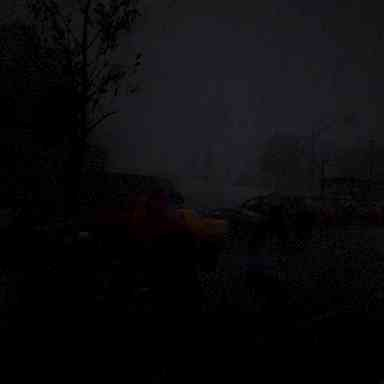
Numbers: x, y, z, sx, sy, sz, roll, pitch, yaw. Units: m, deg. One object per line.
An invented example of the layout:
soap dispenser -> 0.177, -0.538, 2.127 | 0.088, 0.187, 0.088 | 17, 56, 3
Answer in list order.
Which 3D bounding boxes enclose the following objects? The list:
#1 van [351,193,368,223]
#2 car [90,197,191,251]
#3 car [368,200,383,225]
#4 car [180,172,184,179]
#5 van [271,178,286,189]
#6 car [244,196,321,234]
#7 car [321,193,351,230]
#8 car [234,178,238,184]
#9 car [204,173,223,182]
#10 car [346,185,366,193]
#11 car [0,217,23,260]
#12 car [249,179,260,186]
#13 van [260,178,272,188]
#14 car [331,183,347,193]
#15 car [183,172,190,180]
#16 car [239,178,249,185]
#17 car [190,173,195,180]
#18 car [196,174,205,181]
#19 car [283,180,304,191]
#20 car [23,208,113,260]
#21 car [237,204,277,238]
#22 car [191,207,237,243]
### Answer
van -> 9.281, 1.278, 22.895 | 4.442, 1.987, 1.878 | -1, -1, 35
car -> -3.130, 1.242, 14.315 | 5.566, 2.045, 2.435 | -1, -1, 35
car -> 11.691, 1.381, 24.644 | 4.553, 1.767, 2.185 | -1, -1, 35
car -> -1.177, -4.409, 92.400 | 2.435, 2.045, 5.566 | 1, -1, 34
van -> 17.940, -1.538, 65.353 | 1.878, 1.987, 4.442 | 7, 4, 35
car -> 4.227, 1.249, 19.523 | 5.566, 2.045, 2.435 | -1, -1, 35
car -> 6.741, 1.251, 21.227 | 5.566, 2.045, 2.435 | -1, -1, 35
car -> 11.067, -2.364, 75.341 | 2.002, 1.452, 4.674 | 7, 3, 35
car -> 5.965, -3.223, 82.854 | 1.946, 1.575, 5.366 | 7, 3, 34
car -> 26.595, 0.089, 53.129 | 2.002, 1.452, 4.674 | 7, 3, 35
car -> -7.996, 1.493, 10.826 | 4.892, 1.521, 2.231 | -1, -1, 35
car -> 14.639, -1.859, 70.557 | 1.946, 1.575, 5.366 | 7, 3, 35
van -> 16.212, -1.811, 67.825 | 1.878, 1.987, 4.442 | 7, 4, 35
car -> 24.905, -0.473, 55.602 | 2.435, 2.045, 5.566 | 7, 3, 35
car -> 0.593, -4.132, 90.052 | 2.185, 1.767, 4.553 | 4, 1, 33
car -> 12.808, -2.091, 72.878 | 2.002, 1.452, 4.674 | 7, 4, 35
car -> 2.322, -3.898, 87.581 | 2.185, 1.767, 4.553 | 6, 3, 34
car -> 4.115, -3.746, 85.114 | 2.435, 2.045, 5.566 | 7, 4, 34
car -> 19.698, -1.040, 62.990 | 2.231, 1.521, 4.892 | 7, 3, 35
car -> -5.575, 1.521, 12.571 | 4.792, 1.488, 2.163 | -1, -1, 35
car -> 1.799, 1.537, 17.767 | 4.674, 1.452, 2.002 | -1, -1, 35
car -> -0.809, 1.495, 16.141 | 5.366, 1.575, 1.946 | -1, -1, 35
